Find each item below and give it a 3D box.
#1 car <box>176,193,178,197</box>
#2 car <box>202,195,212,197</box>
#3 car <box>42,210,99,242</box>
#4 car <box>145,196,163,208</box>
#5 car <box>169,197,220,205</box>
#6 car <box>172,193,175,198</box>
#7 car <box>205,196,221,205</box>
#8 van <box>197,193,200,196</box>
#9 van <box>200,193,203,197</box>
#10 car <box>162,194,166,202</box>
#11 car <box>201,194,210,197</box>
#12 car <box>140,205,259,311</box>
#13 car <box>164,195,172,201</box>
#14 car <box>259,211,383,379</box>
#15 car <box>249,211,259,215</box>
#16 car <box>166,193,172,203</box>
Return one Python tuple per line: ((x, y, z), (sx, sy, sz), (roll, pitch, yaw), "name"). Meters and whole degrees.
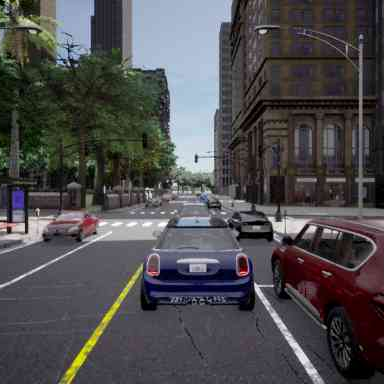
((-5.756, 1.239, 91.530), (2.192, 1.841, 5.009), (0, 0, 0), "car")
((2.765, 1.544, 48.147), (1.947, 1.339, 4.313), (0, 0, 0), "car")
((-5.764, 1.578, 16.308), (1.802, 1.307, 4.206), (0, 0, 0), "car")
((-5.761, 1.529, 48.168), (2.008, 1.369, 4.403), (0, 0, 0), "car")
((0.103, 1.348, 17.473), (2.097, 1.767, 4.553), (0, 0, 0), "car")
((-5.758, 1.264, 75.269), (2.192, 1.841, 5.009), (0, 0, 0), "car")
((2.764, 1.548, 42.726), (1.947, 1.339, 4.313), (0, 0, 0), "car")
((2.768, 1.282, 80.669), (1.690, 1.788, 3.998), (0, 0, 0), "van")
((2.765, 1.310, 58.987), (1.690, 1.788, 3.998), (0, 0, 0), "van")
((-5.760, 1.414, 53.587), (1.967, 1.590, 4.097), (0, 0, 0), "car")
((2.765, 1.499, 53.737), (1.752, 1.417, 4.829), (0, 0, 0), "car")
((0.104, 1.351, 7.939), (2.097, 1.767, 4.553), (0, 0, 0), "car")
((-5.757, 1.467, 80.520), (1.752, 1.417, 4.829), (0, 0, 0), "car")
((2.759, 1.314, 5.439), (2.192, 1.841, 5.009), (0, 0, 0), "car")
((2.761, 1.562, 16.290), (1.947, 1.339, 4.313), (0, 0, 0), "car")
((-5.758, 1.396, 69.849), (1.967, 1.590, 4.097), (0, 0, 0), "car")
